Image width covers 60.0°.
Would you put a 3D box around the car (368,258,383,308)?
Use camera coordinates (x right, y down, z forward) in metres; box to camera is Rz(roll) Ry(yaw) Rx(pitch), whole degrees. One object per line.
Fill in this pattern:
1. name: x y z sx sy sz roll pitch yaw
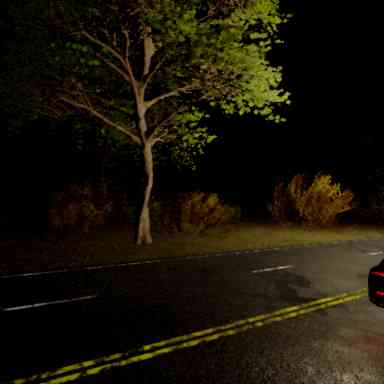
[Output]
1. car: 5.909 1.869 7.600 4.892 1.490 1.837 2 -3 -35
